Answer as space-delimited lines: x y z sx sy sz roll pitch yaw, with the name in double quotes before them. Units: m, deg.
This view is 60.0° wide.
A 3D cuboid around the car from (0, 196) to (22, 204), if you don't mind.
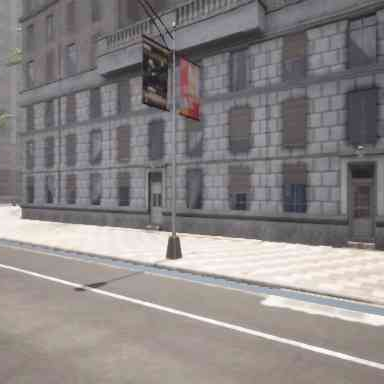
"car" -33.145 1.475 62.110 1.837 1.490 4.892 0 0 28
